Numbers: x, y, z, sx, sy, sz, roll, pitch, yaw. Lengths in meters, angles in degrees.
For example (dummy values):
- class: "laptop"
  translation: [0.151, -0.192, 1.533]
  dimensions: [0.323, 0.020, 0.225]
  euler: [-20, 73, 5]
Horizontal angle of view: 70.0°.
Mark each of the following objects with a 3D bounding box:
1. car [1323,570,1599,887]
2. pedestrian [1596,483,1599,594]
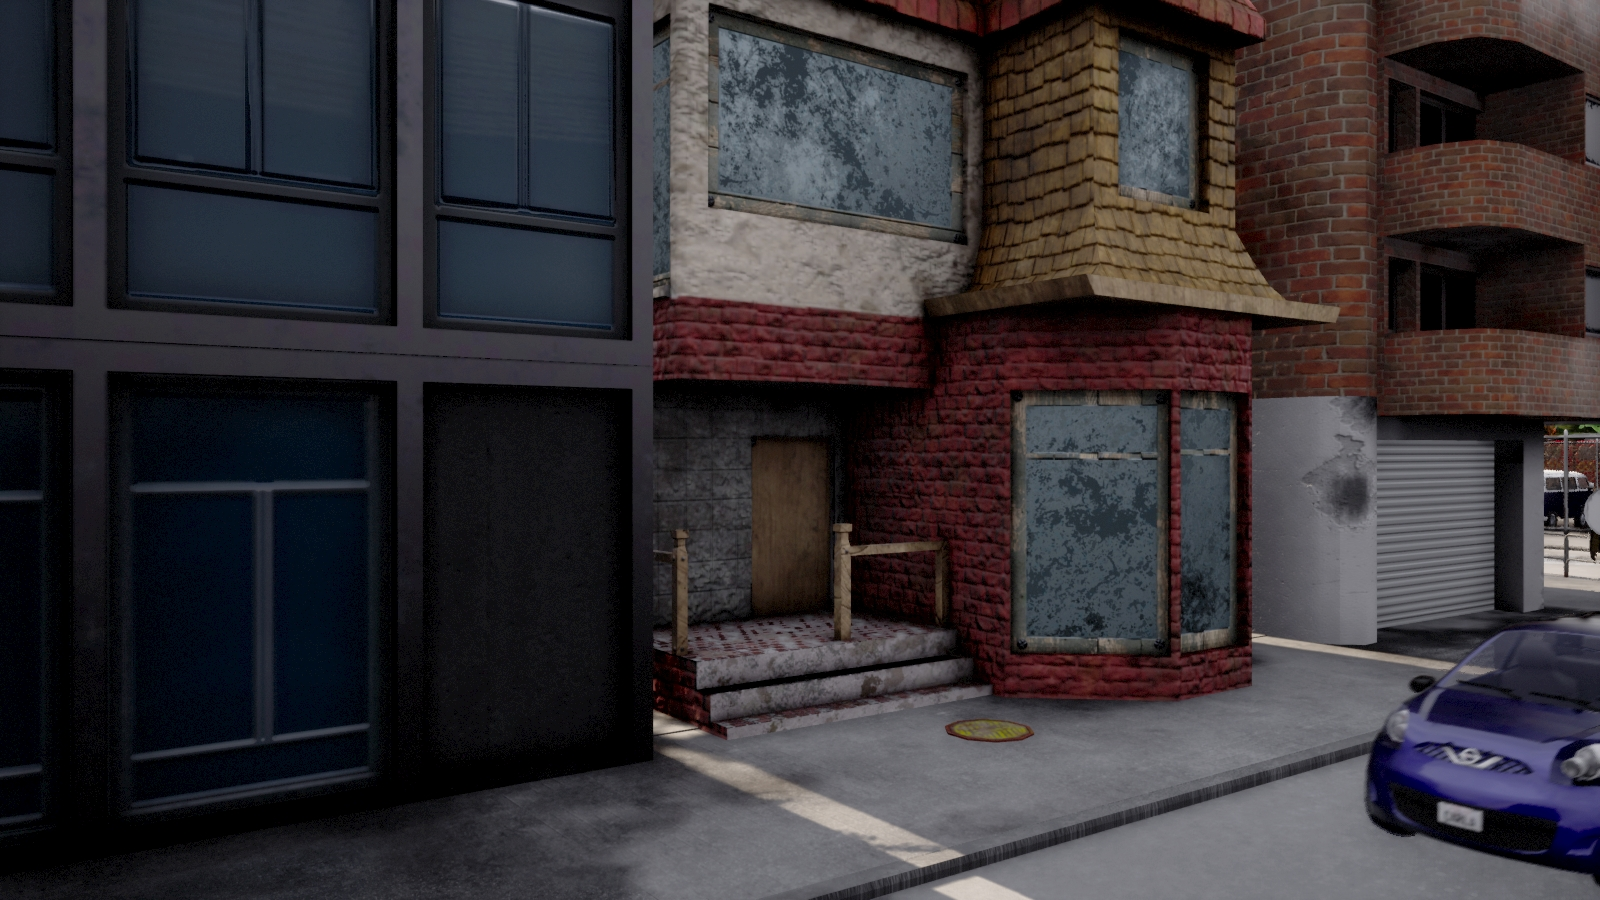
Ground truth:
- class: "car"
  translation: [5.728, 1.815, 8.388]
  dimensions: [3.633, 1.501, 1.845]
  euler: [0, 0, -35]
- class: "pedestrian"
  translation: [13.816, 1.507, 19.464]
  dimensions: [0.375, 1.860, 0.375]
  euler: [0, 0, 29]
